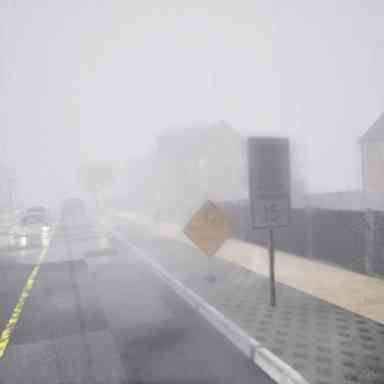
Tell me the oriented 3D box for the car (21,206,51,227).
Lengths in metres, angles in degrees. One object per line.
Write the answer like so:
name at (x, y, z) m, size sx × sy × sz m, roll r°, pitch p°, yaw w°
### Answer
car at (-12.552, 1.899, 26.933) m, size 1.837 × 1.490 × 4.892 m, roll -2°, pitch 0°, yaw -20°

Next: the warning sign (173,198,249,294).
warning sign at (0.390, 1.085, 7.317) m, size 1.300 × 1.860 × 1.060 m, roll -2°, pitch 0°, yaw -20°

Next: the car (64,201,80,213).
car at (-16.678, 2.039, 46.321) m, size 1.882 × 1.535 × 5.008 m, roll -2°, pitch 0°, yaw -20°

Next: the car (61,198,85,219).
car at (-12.225, 1.605, 34.310) m, size 2.150 × 2.045 × 5.566 m, roll -2°, pitch 0°, yaw -20°
